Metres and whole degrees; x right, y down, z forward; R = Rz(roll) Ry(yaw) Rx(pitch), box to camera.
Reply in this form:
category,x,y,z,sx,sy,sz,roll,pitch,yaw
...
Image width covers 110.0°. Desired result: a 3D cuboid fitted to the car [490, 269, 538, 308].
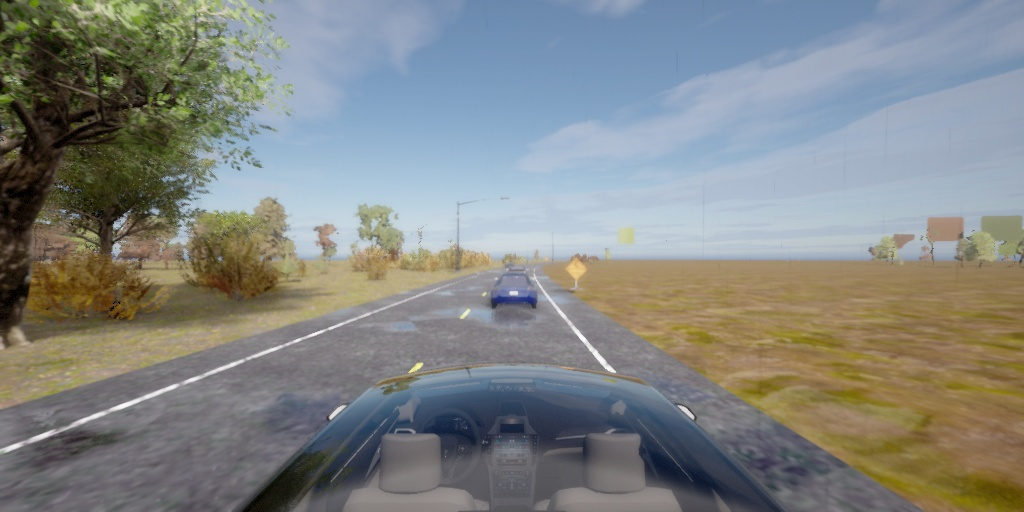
category,x,y,z,sx,sy,sz,roll,pitch,yaw
car,0.112,1.449,16.119,1.994,1.385,4.181,0,0,1

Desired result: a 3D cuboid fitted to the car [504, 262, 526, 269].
category,x,y,z,sx,sy,sz,roll,pitch,yaw
car,0.477,1.515,31.057,2.128,1.511,4.902,0,0,2

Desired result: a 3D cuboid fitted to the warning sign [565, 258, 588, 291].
category,x,y,z,sx,sy,sz,roll,pitch,yaw
warning sign,3.742,1.044,20.811,1.300,1.860,1.060,0,0,1
